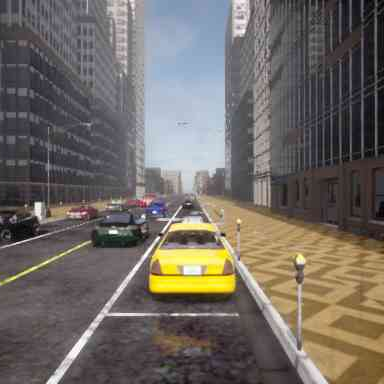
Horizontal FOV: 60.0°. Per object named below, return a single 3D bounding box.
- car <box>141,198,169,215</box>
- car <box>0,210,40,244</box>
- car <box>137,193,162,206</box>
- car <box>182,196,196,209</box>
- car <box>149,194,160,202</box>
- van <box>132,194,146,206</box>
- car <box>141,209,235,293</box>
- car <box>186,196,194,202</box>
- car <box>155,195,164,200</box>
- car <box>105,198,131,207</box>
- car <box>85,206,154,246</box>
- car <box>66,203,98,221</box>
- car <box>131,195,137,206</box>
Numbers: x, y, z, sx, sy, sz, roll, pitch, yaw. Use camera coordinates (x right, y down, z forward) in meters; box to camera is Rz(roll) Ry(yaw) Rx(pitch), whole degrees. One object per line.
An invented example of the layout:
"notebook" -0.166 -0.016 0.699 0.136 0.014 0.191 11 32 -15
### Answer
"car" -3.140 1.517 30.325 1.812 1.442 4.674 0 0 0
"car" -8.833 1.563 15.800 1.947 1.339 4.313 0 0 0
"car" -6.147 1.185 48.658 2.150 2.045 5.566 0 0 0
"car" -0.452 1.548 44.248 1.947 1.339 4.313 0 0 0
"car" -8.832 1.391 78.413 1.967 1.590 4.097 0 0 0
"van" -8.831 1.314 55.646 1.690 1.788 3.998 0 0 0
"car" 0.004 1.456 8.839 1.801 1.575 5.366 0 0 0
"car" -0.452 1.533 78.399 1.802 1.307 4.206 0 0 0
"car" -8.832 1.503 89.799 1.947 1.339 4.313 0 0 0
"car" -8.833 1.537 38.569 2.008 1.369 4.403 0 0 0
"car" -3.142 1.562 15.276 1.994 1.385 4.181 0 0 0
"car" -8.832 1.574 27.183 1.802 1.307 4.206 0 0 0
"car" -8.832 1.523 49.953 1.887 1.381 4.507 0 0 0
